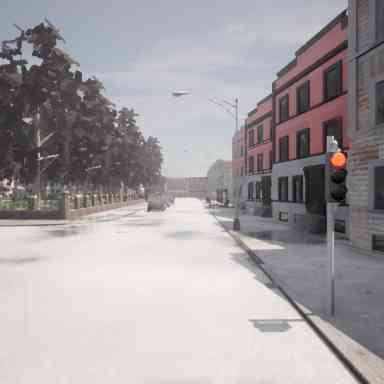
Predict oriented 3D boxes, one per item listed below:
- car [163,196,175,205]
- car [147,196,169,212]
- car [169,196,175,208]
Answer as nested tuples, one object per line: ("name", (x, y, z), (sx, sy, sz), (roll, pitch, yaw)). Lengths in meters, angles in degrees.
("car", (-4.079, 1.505, 59.680), (1.837, 1.490, 4.892), (0, 0, 0))
("car", (-4.106, 1.478, 39.382), (1.882, 1.535, 5.008), (0, 0, 0))
("car", (-4.106, 1.547, 49.281), (2.033, 1.411, 5.357), (0, 0, 0))
